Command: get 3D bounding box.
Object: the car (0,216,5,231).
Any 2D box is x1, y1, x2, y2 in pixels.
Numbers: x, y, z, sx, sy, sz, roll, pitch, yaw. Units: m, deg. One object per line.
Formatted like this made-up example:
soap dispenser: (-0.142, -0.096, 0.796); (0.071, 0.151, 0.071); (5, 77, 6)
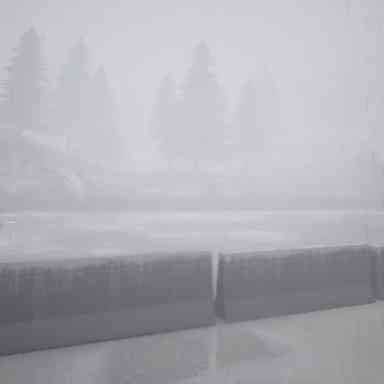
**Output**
car: (-9.475, 0.975, 11.289); (5.357, 1.411, 2.033); (1, 1, -22)
